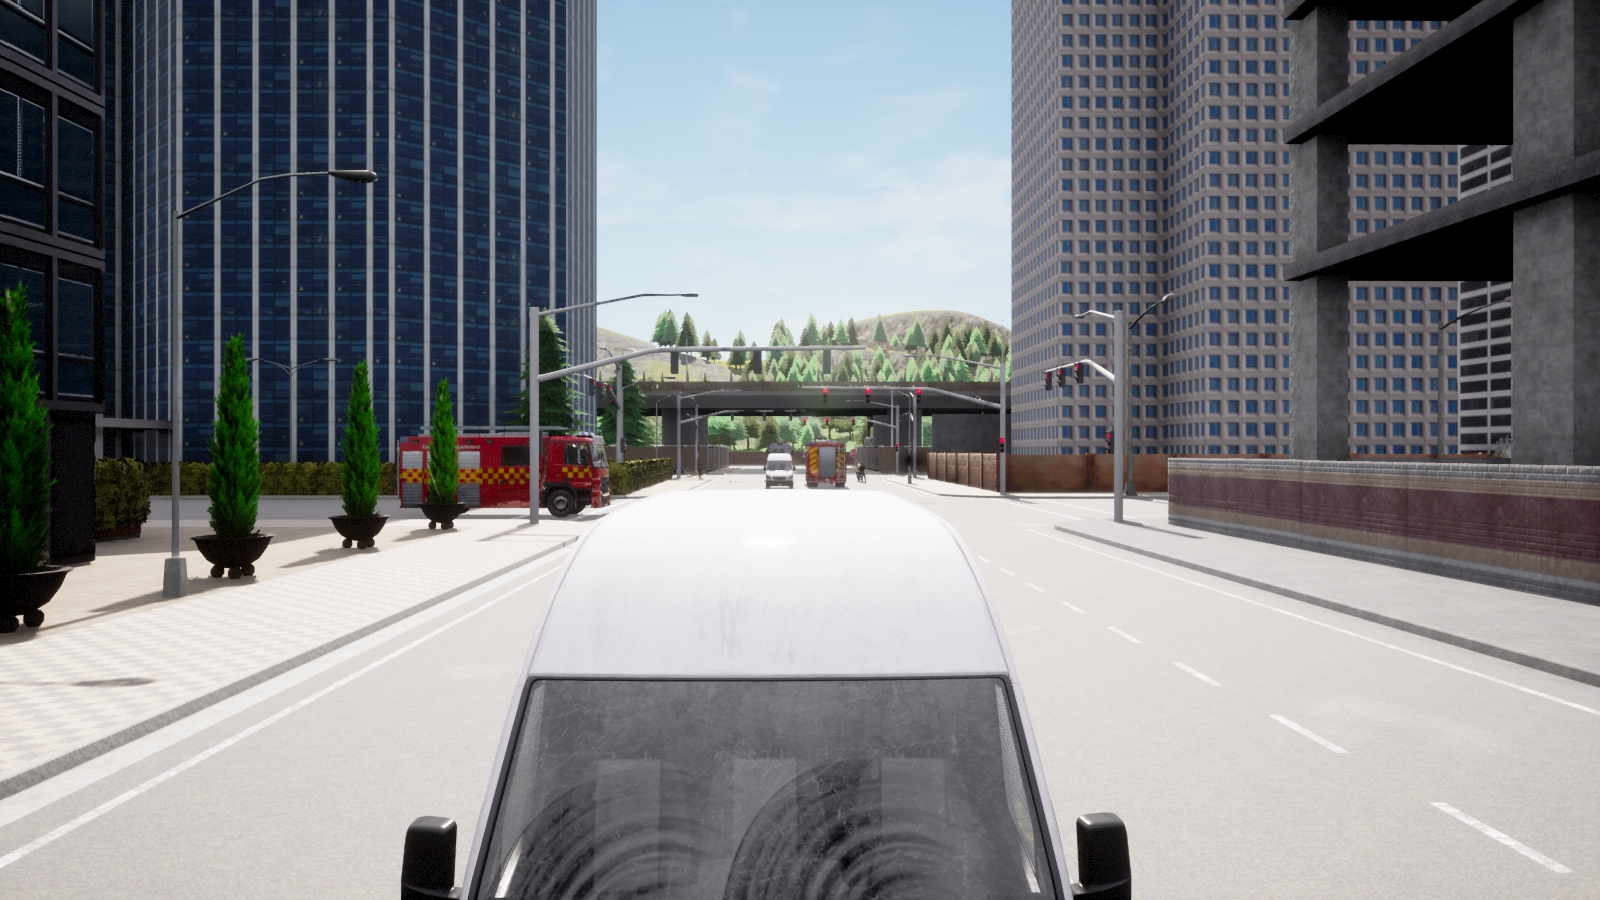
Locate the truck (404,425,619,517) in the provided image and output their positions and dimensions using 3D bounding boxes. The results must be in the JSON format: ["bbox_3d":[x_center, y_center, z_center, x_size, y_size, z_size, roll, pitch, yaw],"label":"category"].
[{"bbox_3d":[-12.239,0.890,48.946,8.468,3.827,2.891,0,0,0],"label":"truck"}]

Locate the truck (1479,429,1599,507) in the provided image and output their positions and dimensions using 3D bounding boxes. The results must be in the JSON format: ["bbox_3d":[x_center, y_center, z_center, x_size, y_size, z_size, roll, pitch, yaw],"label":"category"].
[{"bbox_3d":[39.107,0.890,57.213,8.468,3.827,2.891,0,0,0],"label":"truck"}]

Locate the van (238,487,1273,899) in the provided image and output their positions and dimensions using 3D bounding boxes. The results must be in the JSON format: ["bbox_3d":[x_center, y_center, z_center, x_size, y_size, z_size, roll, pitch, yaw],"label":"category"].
[{"bbox_3d":[-0.128,1.535,5.152,1.988,2.561,5.915,0,0,-1],"label":"van"}]
